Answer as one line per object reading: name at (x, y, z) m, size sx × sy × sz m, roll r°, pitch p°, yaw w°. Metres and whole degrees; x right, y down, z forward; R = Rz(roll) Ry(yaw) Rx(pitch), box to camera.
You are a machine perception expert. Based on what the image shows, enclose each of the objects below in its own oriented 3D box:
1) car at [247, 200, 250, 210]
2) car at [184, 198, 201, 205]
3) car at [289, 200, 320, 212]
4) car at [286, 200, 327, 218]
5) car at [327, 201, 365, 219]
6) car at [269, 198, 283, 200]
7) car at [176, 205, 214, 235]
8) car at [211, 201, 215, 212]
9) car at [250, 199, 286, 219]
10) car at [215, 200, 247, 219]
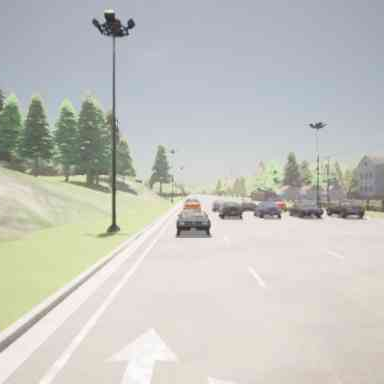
car at (6.964, 1.737, 42.857) m, size 1.994 × 1.385 × 4.181 m, roll 0°, pitch 0°, yaw 0°
car at (0.050, 1.524, 40.207) m, size 2.097 × 1.767 × 4.553 m, roll 0°, pitch 0°, yaw 0°
car at (13.954, 1.704, 41.717) m, size 2.033 × 1.411 × 5.357 m, roll 0°, pitch 0°, yaw 0°
car at (10.463, 1.717, 30.984) m, size 1.895 × 1.301 × 4.718 m, roll 0°, pitch 0°, yaw 0°
car at (13.963, 1.600, 30.543) m, size 2.128 × 1.511 × 4.902 m, roll 0°, pitch 0°, yaw 0°
car at (10.460, 1.516, 42.364) m, size 2.097 × 1.767 × 4.553 m, roll 0°, pitch 0°, yaw 0°
car at (0.079, 1.686, 19.631) m, size 1.895 × 1.301 × 4.718 m, roll 0°, pitch 0°, yaw 0°
car at (3.455, 1.722, 41.896) m, size 2.033 × 1.411 × 5.357 m, roll 0°, pitch 0°, yaw 0°
car at (6.963, 1.647, 30.959) m, size 1.812 × 1.442 × 4.674 m, roll 0°, pitch 0°, yaw 0°
car at (3.463, 1.603, 30.529) m, size 1.882 × 1.535 × 5.008 m, roll 0°, pitch 0°, yaw 0°
